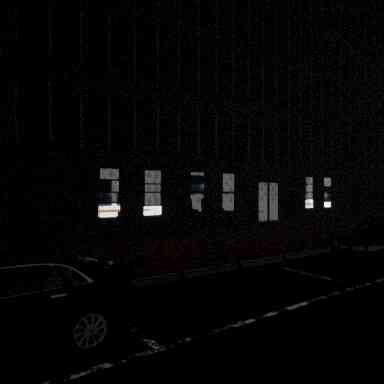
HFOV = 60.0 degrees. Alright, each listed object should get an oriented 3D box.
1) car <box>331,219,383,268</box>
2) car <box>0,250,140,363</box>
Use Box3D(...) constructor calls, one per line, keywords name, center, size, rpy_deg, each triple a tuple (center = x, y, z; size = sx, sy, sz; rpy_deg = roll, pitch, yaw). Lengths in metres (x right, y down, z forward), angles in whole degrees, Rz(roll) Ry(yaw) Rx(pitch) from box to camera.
Box3D(name="car", center=(6.408, 1.582, 11.097), size=(4.206, 1.307, 1.802), rpy_deg=(0, 0, -35))
Box3D(name="car", center=(-2.876, 1.551, 4.509), size=(4.403, 1.369, 2.008), rpy_deg=(0, 0, -35))
